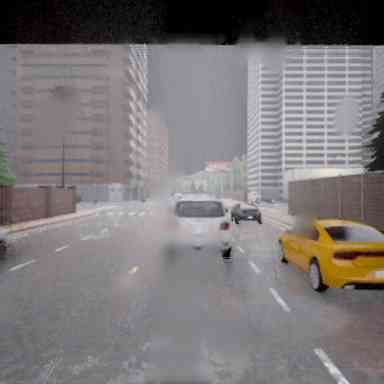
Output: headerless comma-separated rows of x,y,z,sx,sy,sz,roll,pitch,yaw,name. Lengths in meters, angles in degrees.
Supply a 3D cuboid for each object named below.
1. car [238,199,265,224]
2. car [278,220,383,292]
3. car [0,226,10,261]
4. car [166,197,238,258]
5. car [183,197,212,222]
3.883,1.505,24.285,1.812,1.442,4.674,0,0,1,car
3.714,1.477,8.960,1.882,1.535,5.008,0,-1,1,car
-6.985,1.493,9.304,1.812,1.442,4.674,0,0,1,car
0.249,1.204,12.782,2.150,2.045,5.566,0,0,1,car
0.421,1.318,26.709,2.097,1.767,4.553,0,0,1,car
